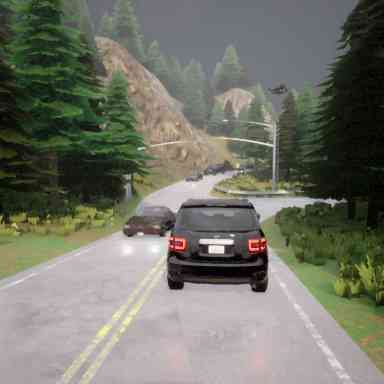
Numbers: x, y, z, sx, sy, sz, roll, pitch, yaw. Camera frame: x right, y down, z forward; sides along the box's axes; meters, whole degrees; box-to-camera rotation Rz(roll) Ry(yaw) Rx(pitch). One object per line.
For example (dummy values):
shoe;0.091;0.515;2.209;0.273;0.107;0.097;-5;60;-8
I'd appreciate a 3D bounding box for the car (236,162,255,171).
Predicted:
car;11.489;-5.593;70.930;4.553;1.767;2.097;-9;9;-36

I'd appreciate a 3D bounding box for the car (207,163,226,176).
car;4.452;-4.336;63.780;2.150;2.045;5.566;4;10;36

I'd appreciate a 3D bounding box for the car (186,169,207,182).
car;0.430;-2.530;55.248;1.994;1.385;4.181;2;10;19

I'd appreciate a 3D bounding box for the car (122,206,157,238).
car;-2.000;1.441;17.294;2.033;1.411;5.357;0;0;6

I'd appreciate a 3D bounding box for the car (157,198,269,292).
car;0.706;1.173;8.993;2.150;2.045;5.566;0;0;5
